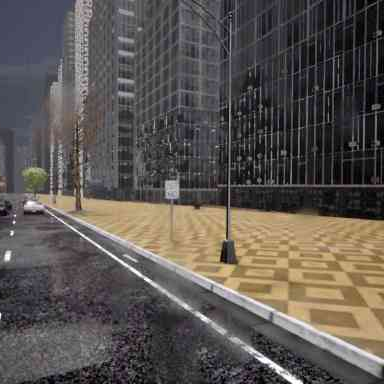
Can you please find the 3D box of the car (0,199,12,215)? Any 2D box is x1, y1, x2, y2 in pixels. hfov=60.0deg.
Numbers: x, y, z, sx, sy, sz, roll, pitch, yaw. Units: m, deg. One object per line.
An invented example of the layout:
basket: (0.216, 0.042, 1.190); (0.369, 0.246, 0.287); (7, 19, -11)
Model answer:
car: (-19.089, 1.530, 32.711); (2.033, 1.411, 5.357); (0, 0, -28)

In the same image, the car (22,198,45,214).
car: (-16.553, 1.584, 34.762); (1.895, 1.301, 4.718); (0, 0, -27)

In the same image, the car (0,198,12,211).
car: (-23.795, 1.542, 41.735); (1.994, 1.385, 4.181); (0, 0, -27)

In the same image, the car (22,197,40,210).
car: (-21.280, 1.470, 43.867); (2.128, 1.511, 4.902); (0, 0, -27)
